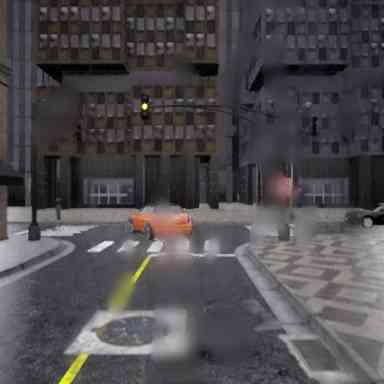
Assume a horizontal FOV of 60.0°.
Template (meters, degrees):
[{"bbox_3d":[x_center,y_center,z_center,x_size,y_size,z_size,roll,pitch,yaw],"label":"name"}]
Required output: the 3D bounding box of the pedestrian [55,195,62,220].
[{"bbox_3d":[-9.836,1.146,24.525,0.375,1.860,0.375,0,0,1],"label":"pedestrian"}]

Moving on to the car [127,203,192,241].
[{"bbox_3d":[-1.786,1.345,17.079,2.097,1.767,4.553,0,0,-25],"label":"car"}]

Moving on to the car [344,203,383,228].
[{"bbox_3d":[12.375,1.452,21.243,5.008,1.535,1.882,0,0,1],"label":"car"}]
